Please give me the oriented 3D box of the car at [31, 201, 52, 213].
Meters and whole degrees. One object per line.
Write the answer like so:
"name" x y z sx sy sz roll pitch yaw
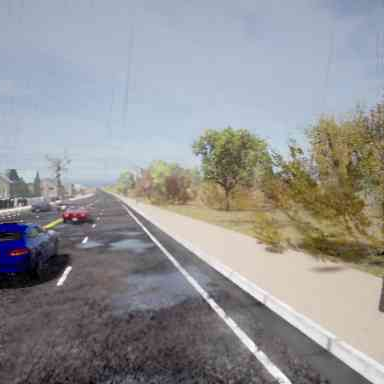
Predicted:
"car" -20.577 2.000 45.697 2.033 1.411 5.357 -1 0 -13

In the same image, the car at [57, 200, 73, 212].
"car" -17.283 1.868 45.851 2.128 1.511 4.902 -1 0 -13

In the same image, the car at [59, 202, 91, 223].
"car" -9.492 1.812 27.633 1.895 1.301 4.718 -1 0 -13

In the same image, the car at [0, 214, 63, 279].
"car" -5.316 1.650 10.092 1.812 1.442 4.674 -1 0 -13
